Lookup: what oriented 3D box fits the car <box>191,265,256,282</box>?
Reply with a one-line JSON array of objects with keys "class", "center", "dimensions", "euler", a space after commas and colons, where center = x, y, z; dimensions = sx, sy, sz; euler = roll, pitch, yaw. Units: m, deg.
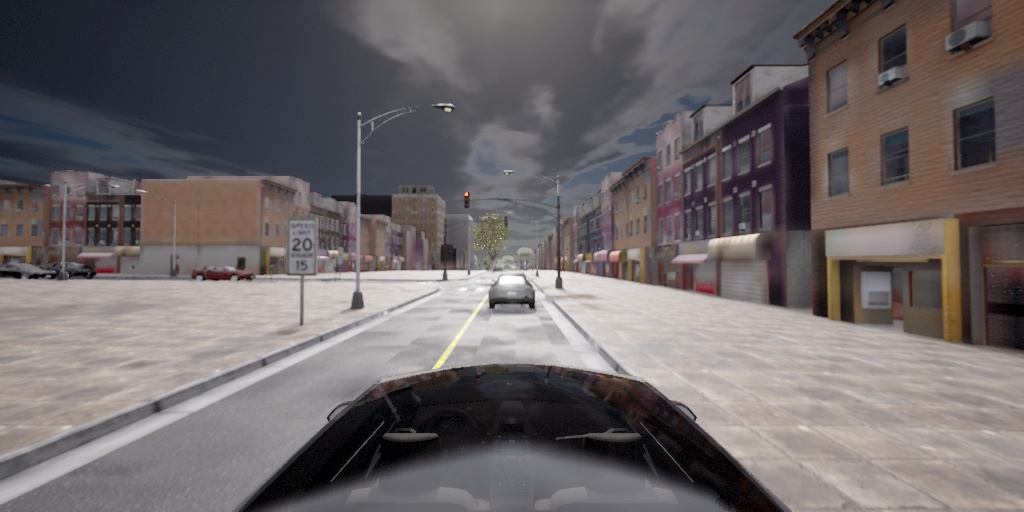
[{"class": "car", "center": [-23.236, 1.410, 28.960], "dimensions": [4.507, 1.381, 1.888], "euler": [0, 0, 0]}]

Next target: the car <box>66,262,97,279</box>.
[{"class": "car", "center": [-39.759, 1.270, 31.683], "dimensions": [4.892, 1.490, 1.837], "euler": [1, -1, 0]}]

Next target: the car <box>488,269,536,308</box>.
[{"class": "car", "center": [0.006, 1.478, 16.152], "dimensions": [1.994, 1.385, 4.181], "euler": [0, -1, 0]}]

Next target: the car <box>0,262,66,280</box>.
[{"class": "car", "center": [-39.715, 1.272, 29.028], "dimensions": [4.313, 1.339, 1.948], "euler": [0, 0, 0]}]
